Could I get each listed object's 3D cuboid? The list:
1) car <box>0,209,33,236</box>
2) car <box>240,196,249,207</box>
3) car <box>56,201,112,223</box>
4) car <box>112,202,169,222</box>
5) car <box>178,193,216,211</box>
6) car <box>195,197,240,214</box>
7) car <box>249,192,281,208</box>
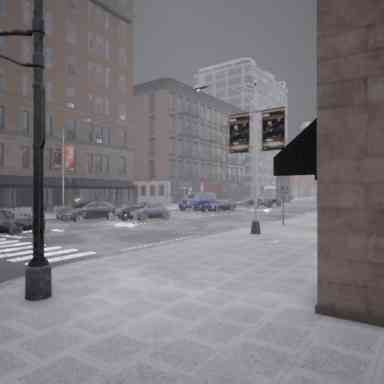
[{"bbox_3d":[-10.281,1.514,15.949,2.033,1.411,5.357,0,0,35],"label":"car"},{"bbox_3d":[7.712,1.310,46.890,2.128,1.511,4.902,0,0,35],"label":"car"},{"bbox_3d":[-7.793,1.439,25.079,1.837,1.490,4.892,0,0,35],"label":"car"},{"bbox_3d":[-3.603,1.481,25.389,1.994,1.385,4.181,0,0,35],"label":"car"},{"bbox_3d":[0.797,1.096,37.201,2.150,2.045,5.566,0,0,36],"label":"car"},{"bbox_3d":[2.680,1.472,34.240,1.895,1.301,4.718,0,0,35],"label":"car"},{"bbox_3d":[10.199,1.034,44.781,2.150,2.045,5.566,0,1,35],"label":"car"}]
